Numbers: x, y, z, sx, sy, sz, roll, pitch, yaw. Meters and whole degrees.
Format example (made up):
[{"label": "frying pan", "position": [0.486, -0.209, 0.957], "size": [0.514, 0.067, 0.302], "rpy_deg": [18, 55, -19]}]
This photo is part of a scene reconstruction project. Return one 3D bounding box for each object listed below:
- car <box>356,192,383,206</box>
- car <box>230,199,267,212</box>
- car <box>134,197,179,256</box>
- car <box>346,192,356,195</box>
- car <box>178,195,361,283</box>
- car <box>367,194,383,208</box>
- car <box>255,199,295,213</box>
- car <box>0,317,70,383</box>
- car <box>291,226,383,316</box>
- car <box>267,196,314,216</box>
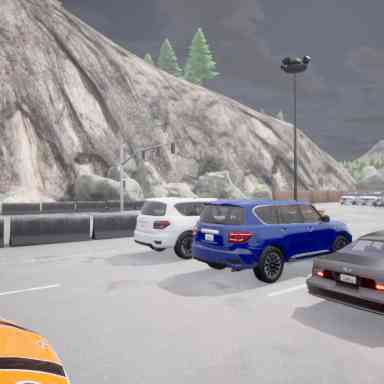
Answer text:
[{"label": "car", "position": [27.586, 1.066, 50.043], "size": [5.566, 2.045, 2.150], "rpy_deg": [0, 0, -36]}, {"label": "car", "position": [6.674, 1.512, 39.136], "size": [4.181, 1.385, 1.994], "rpy_deg": [0, 0, -36]}, {"label": "car", "position": [0.525, 1.221, 12.797], "size": [5.566, 2.045, 2.150], "rpy_deg": [0, 0, -36]}, {"label": "car", "position": [25.789, 1.063, 53.058], "size": [5.566, 2.045, 2.150], "rpy_deg": [0, 0, -36]}, {"label": "car", "position": [2.550, 1.221, 9.920], "size": [5.566, 2.045, 2.150], "rpy_deg": [0, 0, -38]}, {"label": "car", "position": [26.220, 1.355, 44.722], "size": [4.902, 1.511, 2.128], "rpy_deg": [0, 0, -36]}, {"label": "car", "position": [9.144, 1.510, 36.605], "size": [4.181, 1.385, 1.994], "rpy_deg": [0, 0, -36]}, {"label": "car", "position": [-2.939, 1.350, 1.644], "size": [4.553, 1.767, 2.097], "rpy_deg": [0, 0, -36]}, {"label": "car", "position": [4.740, 1.547, 7.213], "size": [5.357, 1.411, 2.033], "rpy_deg": [0, 0, -36]}, {"label": "car", "position": [9.698, 1.306, 32.677], "size": [4.553, 1.767, 2.097], "rpy_deg": [0, 0, -36]}]
